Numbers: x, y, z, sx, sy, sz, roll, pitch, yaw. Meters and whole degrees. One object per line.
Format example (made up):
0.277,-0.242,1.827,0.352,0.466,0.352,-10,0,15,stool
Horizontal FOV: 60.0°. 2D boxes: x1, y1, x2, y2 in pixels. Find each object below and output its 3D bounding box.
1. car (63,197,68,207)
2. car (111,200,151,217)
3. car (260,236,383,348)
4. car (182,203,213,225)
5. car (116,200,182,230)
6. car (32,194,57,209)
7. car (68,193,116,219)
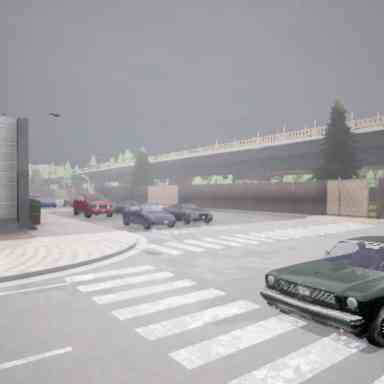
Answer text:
-16.394,1.425,45.864,1.837,1.490,4.892,0,0,-35,car
-5.715,1.484,30.886,1.994,1.385,4.181,0,0,-36,car
3.527,1.586,6.370,4.718,1.301,1.895,0,0,-35,car
-0.394,1.484,23.441,1.994,1.385,4.181,0,0,-36,car
-2.826,1.452,20.831,1.812,1.442,4.674,0,0,-35,car
-19.205,1.404,43.780,1.882,1.535,5.008,0,0,-35,car
-8.745,1.145,29.108,2.150,2.045,5.566,0,1,-36,car
